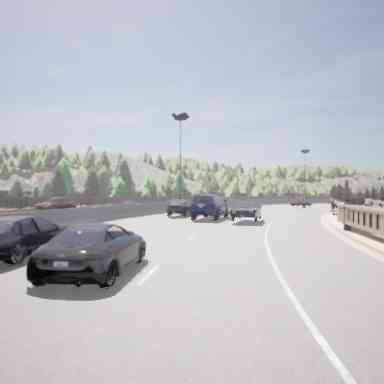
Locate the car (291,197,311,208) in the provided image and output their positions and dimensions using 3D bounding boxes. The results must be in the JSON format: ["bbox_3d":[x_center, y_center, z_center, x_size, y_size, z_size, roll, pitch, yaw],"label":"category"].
[{"bbox_3d":[15.799,1.442,48.084,1.994,1.385,4.181,0,0,35],"label":"car"}]

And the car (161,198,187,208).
[{"bbox_3d":[-2.760,1.649,51.495,1.994,1.385,4.181,0,0,31],"label":"car"}]

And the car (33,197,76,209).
[{"bbox_3d":[-14.434,1.348,35.159,2.097,1.767,4.553,0,0,20],"label":"car"}]

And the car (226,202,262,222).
[{"bbox_3d":[4.133,1.408,24.996,1.895,1.301,4.718,0,0,17],"label":"car"}]

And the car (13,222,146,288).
[{"bbox_3d":[-2.651,1.547,9.261,1.994,1.385,4.181,0,0,6],"label":"car"}]

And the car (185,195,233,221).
[{"bbox_3d":[1.540,1.227,27.599,2.150,2.045,5.566,0,0,19],"label":"car"}]

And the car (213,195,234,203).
[{"bbox_3d":[6.655,1.492,70.088,1.882,1.535,5.008,0,-1,42],"label":"car"}]

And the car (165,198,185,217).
[{"bbox_3d":[-0.754,1.514,31.356,1.837,1.490,4.892,0,0,20],"label":"car"}]

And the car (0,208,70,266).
[{"bbox_3d":[-5.957,1.519,11.490,2.033,1.411,5.357,0,0,8],"label":"car"}]

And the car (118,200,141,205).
[{"bbox_3d":[-6.702,1.576,35.801,1.994,1.385,4.181,0,0,22],"label":"car"}]
